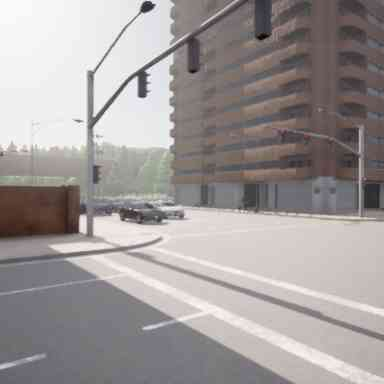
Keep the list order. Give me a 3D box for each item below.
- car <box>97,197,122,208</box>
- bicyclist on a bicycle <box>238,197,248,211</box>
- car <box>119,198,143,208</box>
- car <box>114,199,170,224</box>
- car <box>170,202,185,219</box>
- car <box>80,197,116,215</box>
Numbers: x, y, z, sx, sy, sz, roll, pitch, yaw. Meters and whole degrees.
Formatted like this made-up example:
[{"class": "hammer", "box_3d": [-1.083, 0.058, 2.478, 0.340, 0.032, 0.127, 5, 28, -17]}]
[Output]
[{"class": "car", "box_3d": [-12.247, 1.538, 48.969, 1.837, 1.490, 4.892, 0, 0, -36]}, {"class": "bicyclist on a bicycle", "box_3d": [5.882, 1.349, 38.191, 1.656, 1.620, 0.582, 0, 0, -36]}, {"class": "car", "box_3d": [-9.321, 1.602, 50.893, 1.994, 1.385, 4.181, 0, 0, -36]}, {"class": "car", "box_3d": [-3.905, 1.525, 25.302, 1.837, 1.490, 4.892, 0, 0, -36]}, {"class": "car", "box_3d": [-2.449, 1.552, 29.295, 1.812, 1.442, 4.674, 0, 0, -36]}, {"class": "car", "box_3d": [-9.624, 1.372, 33.233, 2.097, 1.767, 4.553, 0, 0, -36]}]
